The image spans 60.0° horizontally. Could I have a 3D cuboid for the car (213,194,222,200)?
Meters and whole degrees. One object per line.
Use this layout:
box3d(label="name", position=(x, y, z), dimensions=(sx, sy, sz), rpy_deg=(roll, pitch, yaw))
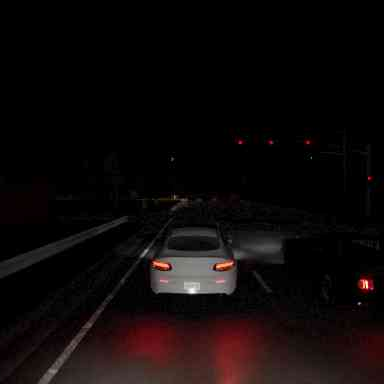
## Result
box3d(label="car", position=(7.013, 1.357, 91.193), dimensions=(2.128, 1.511, 4.902), rpy_deg=(0, 0, 0))

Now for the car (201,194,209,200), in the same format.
box3d(label="car", position=(3.513, 1.357, 91.194), dimensions=(2.128, 1.511, 4.902), rpy_deg=(0, 0, 0))

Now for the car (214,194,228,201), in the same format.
box3d(label="car", position=(7.012, 1.348, 81.160), dimensions=(2.097, 1.767, 4.553), rpy_deg=(0, 0, 0))

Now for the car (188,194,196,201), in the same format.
box3d(label="car", position=(0.012, 1.531, 80.775), dimensions=(2.033, 1.411, 5.357), rpy_deg=(0, 0, 0))

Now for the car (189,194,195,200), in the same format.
box3d(label="car", position=(0.013, 1.332, 91.194), dimensions=(1.837, 1.490, 4.892), rpy_deg=(0, 0, 0))

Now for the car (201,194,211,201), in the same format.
box3d(label="car", position=(3.512, 1.348, 81.161), dimensions=(2.097, 1.767, 4.553), rpy_deg=(0, 0, 0))

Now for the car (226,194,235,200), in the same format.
box3d(label="car", position=(10.513, 1.310, 91.193), dimensions=(1.882, 1.535, 5.008), rpy_deg=(0, 0, 0))

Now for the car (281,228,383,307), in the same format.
box3d(label="car", position=(3.564, 1.601, 7.906), dimensions=(1.895, 1.301, 4.718), rpy_deg=(0, 0, 0))

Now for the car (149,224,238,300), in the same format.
box3d(label="car", position=(0.075, 1.526, 8.297), dimensions=(1.812, 1.442, 4.674), rpy_deg=(0, 0, 2))

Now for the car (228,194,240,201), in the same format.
box3d(label="car", position=(10.512, 1.469, 80.773), dimensions=(1.882, 1.535, 5.008), rpy_deg=(0, 0, 0))
